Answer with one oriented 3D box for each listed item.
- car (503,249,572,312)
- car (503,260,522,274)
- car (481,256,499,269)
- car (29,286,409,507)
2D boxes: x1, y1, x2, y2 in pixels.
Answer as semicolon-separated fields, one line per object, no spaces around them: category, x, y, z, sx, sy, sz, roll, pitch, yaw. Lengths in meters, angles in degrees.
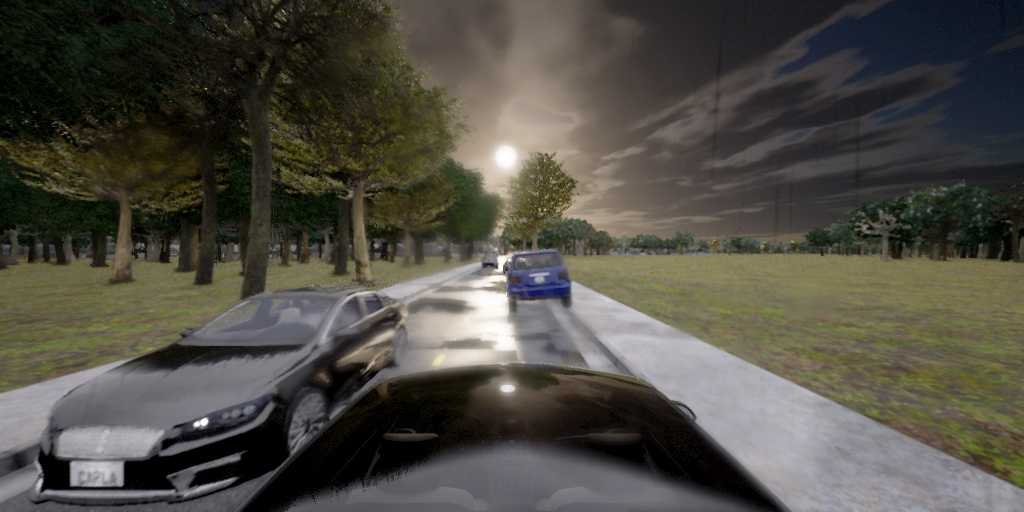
car;0.876;0.802;13.785;2.150;2.045;5.566;-5;0;0
car;0.057;1.076;36.777;1.895;1.301;4.718;0;0;0
car;-2.820;0.749;46.676;2.097;1.767;4.553;0;0;0
car;-2.849;1.216;4.912;2.128;1.511;4.902;0;0;0
